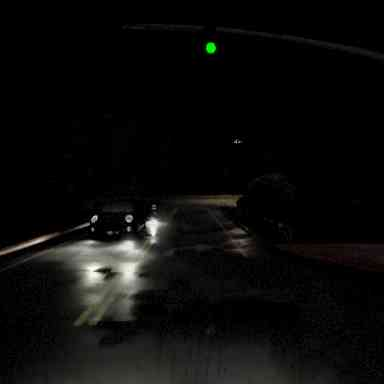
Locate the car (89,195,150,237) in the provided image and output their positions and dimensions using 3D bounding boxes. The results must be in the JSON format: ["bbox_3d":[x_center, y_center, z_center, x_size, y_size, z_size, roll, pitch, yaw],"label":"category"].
[{"bbox_3d":[-3.608,1.194,16.888,2.097,1.767,4.553,-1,0,0],"label":"car"}]

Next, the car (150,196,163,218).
[{"bbox_3d":[-3.584,1.115,26.650,2.097,1.767,4.553,-1,0,0],"label":"car"}]
